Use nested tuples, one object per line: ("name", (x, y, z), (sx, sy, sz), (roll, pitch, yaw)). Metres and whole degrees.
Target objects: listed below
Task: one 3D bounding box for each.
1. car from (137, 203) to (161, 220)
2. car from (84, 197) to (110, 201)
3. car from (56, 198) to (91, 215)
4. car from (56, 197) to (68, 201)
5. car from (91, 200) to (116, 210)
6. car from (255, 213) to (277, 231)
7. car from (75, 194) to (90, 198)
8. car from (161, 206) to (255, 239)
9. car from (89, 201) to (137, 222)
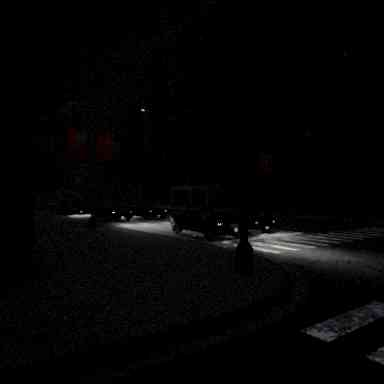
("car", (-4.088, 1.699, 29.892), (1.895, 1.301, 4.718), (0, 0, -36))
("car", (-10.498, 1.632, 38.836), (2.128, 1.511, 4.902), (0, 0, -36))
("car", (-13.049, 1.680, 36.818), (2.033, 1.411, 5.357), (0, 0, -35))
("car", (-25.181, 1.745, 65.148), (2.128, 1.511, 4.902), (0, 0, -36))
("car", (-12.874, 1.780, 48.028), (1.895, 1.301, 4.718), (0, 0, -36))
("car", (2.638, 1.601, 20.554), (2.033, 1.411, 5.357), (0, 0, -35))
("car", (-21.898, 1.475, 66.151), (2.150, 2.045, 5.566), (0, 0, -36))
("car", (0.675, 1.534, 17.678), (2.128, 1.511, 4.902), (0, 0, -35))
("car", (-6.723, 1.692, 27.995), (1.895, 1.301, 4.718), (0, 0, -36))
